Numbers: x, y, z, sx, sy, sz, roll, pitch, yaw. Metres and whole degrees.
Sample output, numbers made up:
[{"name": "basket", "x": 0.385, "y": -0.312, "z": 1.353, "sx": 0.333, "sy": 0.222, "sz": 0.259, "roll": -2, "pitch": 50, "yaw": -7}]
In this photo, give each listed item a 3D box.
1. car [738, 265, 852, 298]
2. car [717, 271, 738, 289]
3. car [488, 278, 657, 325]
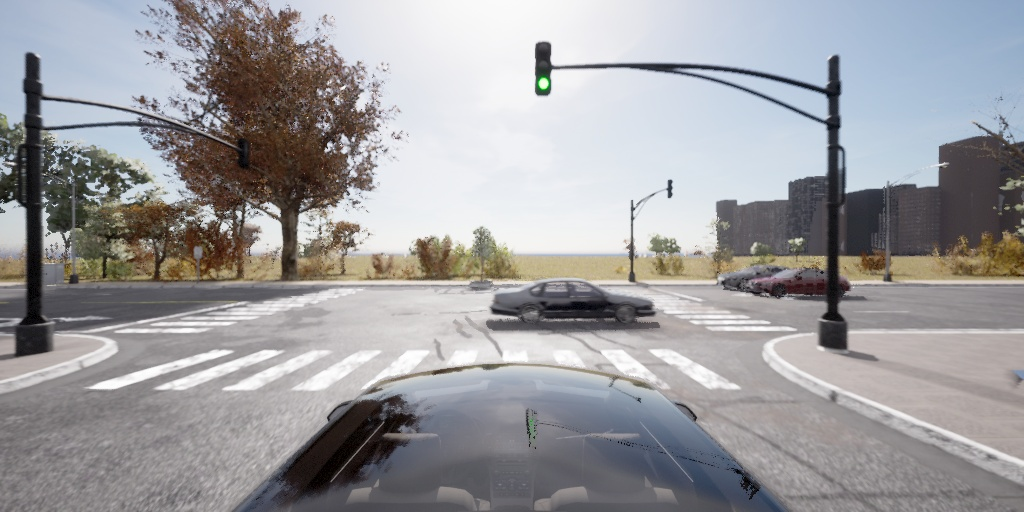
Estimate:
[{"name": "car", "x": 14.815, "y": 1.373, "z": 18.635, "sx": 4.674, "sy": 1.442, "sz": 1.812, "roll": 0, "pitch": 0, "yaw": 1}, {"name": "car", "x": 15.174, "y": 1.321, "z": 21.882, "sx": 4.902, "sy": 1.511, "sz": 2.128, "roll": 0, "pitch": 0, "yaw": 1}, {"name": "car", "x": 1.908, "y": 1.449, "z": 12.069, "sx": 5.357, "sy": 1.411, "sz": 2.033, "roll": 0, "pitch": 0, "yaw": 0}]
